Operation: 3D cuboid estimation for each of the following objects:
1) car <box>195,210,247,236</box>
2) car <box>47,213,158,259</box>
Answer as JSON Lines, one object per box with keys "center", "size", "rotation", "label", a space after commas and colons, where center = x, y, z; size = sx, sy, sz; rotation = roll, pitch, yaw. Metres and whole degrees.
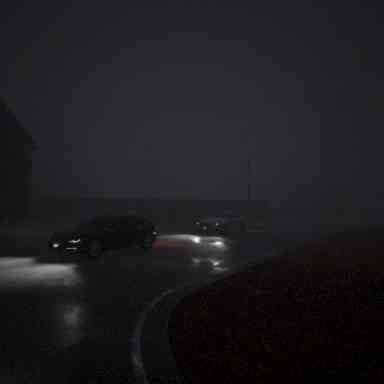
{"center": [2.047, 1.944, 21.798], "size": [1.812, 1.442, 4.674], "rotation": [0, -1, 33], "label": "car"}
{"center": [-3.366, 1.654, 13.430], "size": [1.837, 1.490, 4.892], "rotation": [0, -1, 33], "label": "car"}
